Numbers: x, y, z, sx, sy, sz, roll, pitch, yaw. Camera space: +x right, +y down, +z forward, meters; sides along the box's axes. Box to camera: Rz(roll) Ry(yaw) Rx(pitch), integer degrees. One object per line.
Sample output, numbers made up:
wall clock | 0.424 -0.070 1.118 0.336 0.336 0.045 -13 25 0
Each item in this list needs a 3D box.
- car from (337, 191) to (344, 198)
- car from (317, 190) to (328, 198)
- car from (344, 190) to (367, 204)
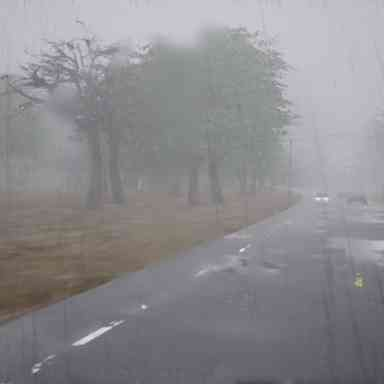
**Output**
car | 28.103 0.420 61.873 1.895 1.301 4.718 1 2 19
car | 24.801 0.348 63.088 1.895 1.301 4.718 1 2 19
car | 21.190 0.586 42.895 2.097 1.767 4.553 1 2 21
